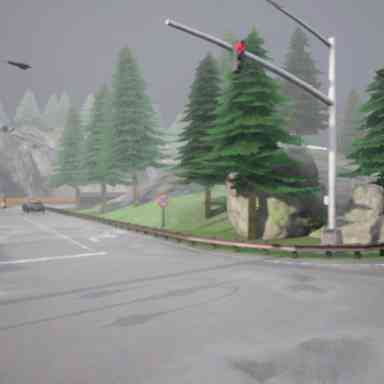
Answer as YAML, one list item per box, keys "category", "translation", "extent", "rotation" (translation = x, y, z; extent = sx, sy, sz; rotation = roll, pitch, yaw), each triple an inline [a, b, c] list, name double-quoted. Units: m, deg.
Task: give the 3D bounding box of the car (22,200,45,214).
- category: "car"
  translation: [-18.226, 1.613, 38.193]
  extent: [2.128, 1.511, 4.902]
  rotation: [0, 0, -33]
